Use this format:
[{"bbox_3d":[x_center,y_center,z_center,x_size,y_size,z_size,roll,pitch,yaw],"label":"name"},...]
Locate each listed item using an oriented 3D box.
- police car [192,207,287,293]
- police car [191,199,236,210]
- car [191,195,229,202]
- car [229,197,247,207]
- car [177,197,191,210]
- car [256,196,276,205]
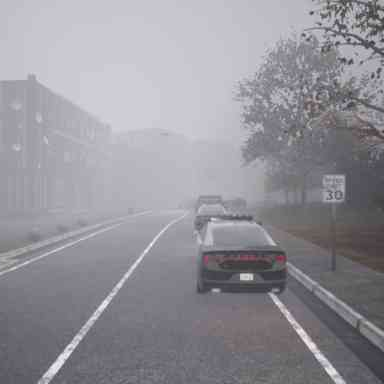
[{"bbox_3d":[1.051,1.427,8.972,1.930,1.638,5.238,0,0,0],"label":"police car"},{"bbox_3d":[1.103,1.429,18.910,1.930,1.638,5.238,0,0,1],"label":"police car"},{"bbox_3d":[1.388,1.226,24.657,2.150,2.045,5.566,0,0,5],"label":"car"},{"bbox_3d":[5.939,1.405,45.017,1.882,1.535,5.008,0,0,28],"label":"car"},{"bbox_3d":[-0.502,1.476,43.505,2.128,1.511,4.902,0,0,15],"label":"car"},{"bbox_3d":[12.262,1.307,55.298,1.812,1.442,4.674,-1,1,40],"label":"car"}]
